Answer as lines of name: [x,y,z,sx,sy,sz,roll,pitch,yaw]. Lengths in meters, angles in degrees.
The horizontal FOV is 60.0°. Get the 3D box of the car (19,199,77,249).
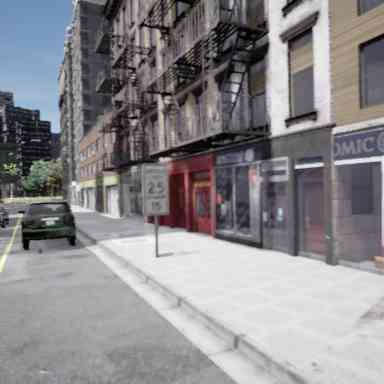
car: [-6.910,1.380,15.911,2.150,2.045,5.566,-2,0,-26]

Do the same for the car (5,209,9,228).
car: [-14.698,1.843,24.652,2.128,1.511,4.902,-2,0,-26]

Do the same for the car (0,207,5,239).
car: [-10.273,1.611,15.520,2.097,1.767,4.553,-2,0,-26]

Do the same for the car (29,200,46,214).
car: [-19.888,1.912,42.619,1.837,1.490,4.892,-2,1,-26]
